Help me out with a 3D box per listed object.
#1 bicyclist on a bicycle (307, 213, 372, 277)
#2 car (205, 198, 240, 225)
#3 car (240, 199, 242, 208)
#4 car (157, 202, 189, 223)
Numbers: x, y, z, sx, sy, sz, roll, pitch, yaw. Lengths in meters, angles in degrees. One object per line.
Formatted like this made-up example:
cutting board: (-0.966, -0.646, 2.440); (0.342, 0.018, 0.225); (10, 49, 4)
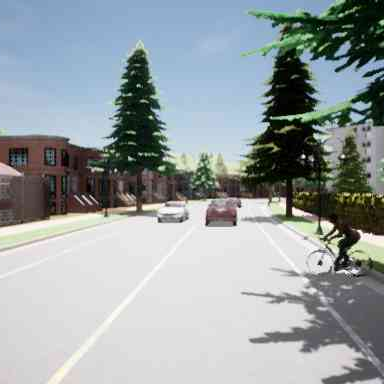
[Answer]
bicyclist on a bicycle: (3.792, 1.381, 8.561); (1.656, 1.620, 0.582); (0, 0, 4)
car: (2.148, 1.294, 23.763); (2.097, 1.767, 4.553); (0, 0, 7)
car: (5.660, 1.455, 44.790); (1.994, 1.385, 4.181); (0, 0, 12)
car: (-1.342, 1.464, 25.296); (1.812, 1.442, 4.674); (0, 0, 8)
